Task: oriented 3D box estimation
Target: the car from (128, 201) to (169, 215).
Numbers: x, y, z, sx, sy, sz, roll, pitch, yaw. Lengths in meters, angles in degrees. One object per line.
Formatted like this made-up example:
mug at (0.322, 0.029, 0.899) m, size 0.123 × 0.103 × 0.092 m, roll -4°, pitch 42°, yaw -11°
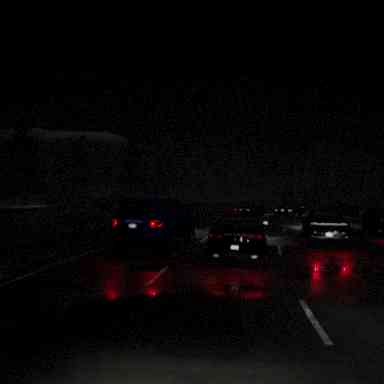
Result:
car at (-4.559, 1.702, 35.690) m, size 1.895 × 1.301 × 4.718 m, roll 0°, pitch 0°, yaw 28°

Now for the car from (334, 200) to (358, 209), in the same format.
car at (16.599, 1.629, 36.006) m, size 1.882 × 1.535 × 5.008 m, roll 0°, pitch -1°, yaw 37°

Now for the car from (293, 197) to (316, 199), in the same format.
car at (22.762, 1.714, 65.604) m, size 4.892 × 1.490 × 1.837 m, roll 0°, pitch 0°, yaw -37°

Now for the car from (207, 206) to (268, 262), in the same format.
car at (1.792, 1.521, 12.433) m, size 1.882 × 1.535 × 5.008 m, roll 0°, pitch 0°, yaw 12°

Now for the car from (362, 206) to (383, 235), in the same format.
car at (11.018, 1.563, 19.041) m, size 1.882 × 1.535 × 5.008 m, roll 0°, pitch 0°, yaw 20°

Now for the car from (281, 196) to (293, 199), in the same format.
car at (21.293, 1.748, 68.880) m, size 4.718 × 1.301 × 1.895 m, roll 0°, pitch 0°, yaw -37°

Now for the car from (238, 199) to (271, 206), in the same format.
car at (5.665, 1.661, 32.231) m, size 2.033 × 1.411 × 5.357 m, roll 0°, pitch 0°, yaw 30°

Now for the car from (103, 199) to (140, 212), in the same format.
car at (-8.844, 1.637, 42.226) m, size 1.812 × 1.442 × 4.674 m, roll 0°, pitch 0°, yaw 32°

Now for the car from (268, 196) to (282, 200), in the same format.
car at (19.211, 1.680, 71.693) m, size 4.674 × 1.442 × 1.812 m, roll 0°, pitch 0°, yaw -37°

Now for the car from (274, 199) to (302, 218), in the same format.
car at (9.298, 1.668, 31.548) m, size 2.033 × 1.411 × 5.357 m, roll 0°, pitch 0°, yaw 31°

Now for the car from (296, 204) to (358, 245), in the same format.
car at (6.344, 1.556, 16.057) m, size 2.128 × 1.511 × 4.902 m, roll 0°, pitch 0°, yaw 16°

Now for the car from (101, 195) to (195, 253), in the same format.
car at (-1.443, 1.265, 14.189) m, size 2.150 × 2.045 × 5.566 m, roll 0°, pitch 0°, yaw 13°

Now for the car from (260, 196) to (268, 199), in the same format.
car at (17.104, 1.638, 74.489) m, size 5.008 × 1.535 × 1.882 m, roll 0°, pitch 0°, yaw -37°

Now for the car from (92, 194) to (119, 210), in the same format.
car at (-10.994, 1.341, 45.424) m, size 2.150 × 2.045 × 5.566 m, roll 0°, pitch -1°, yaw 32°
